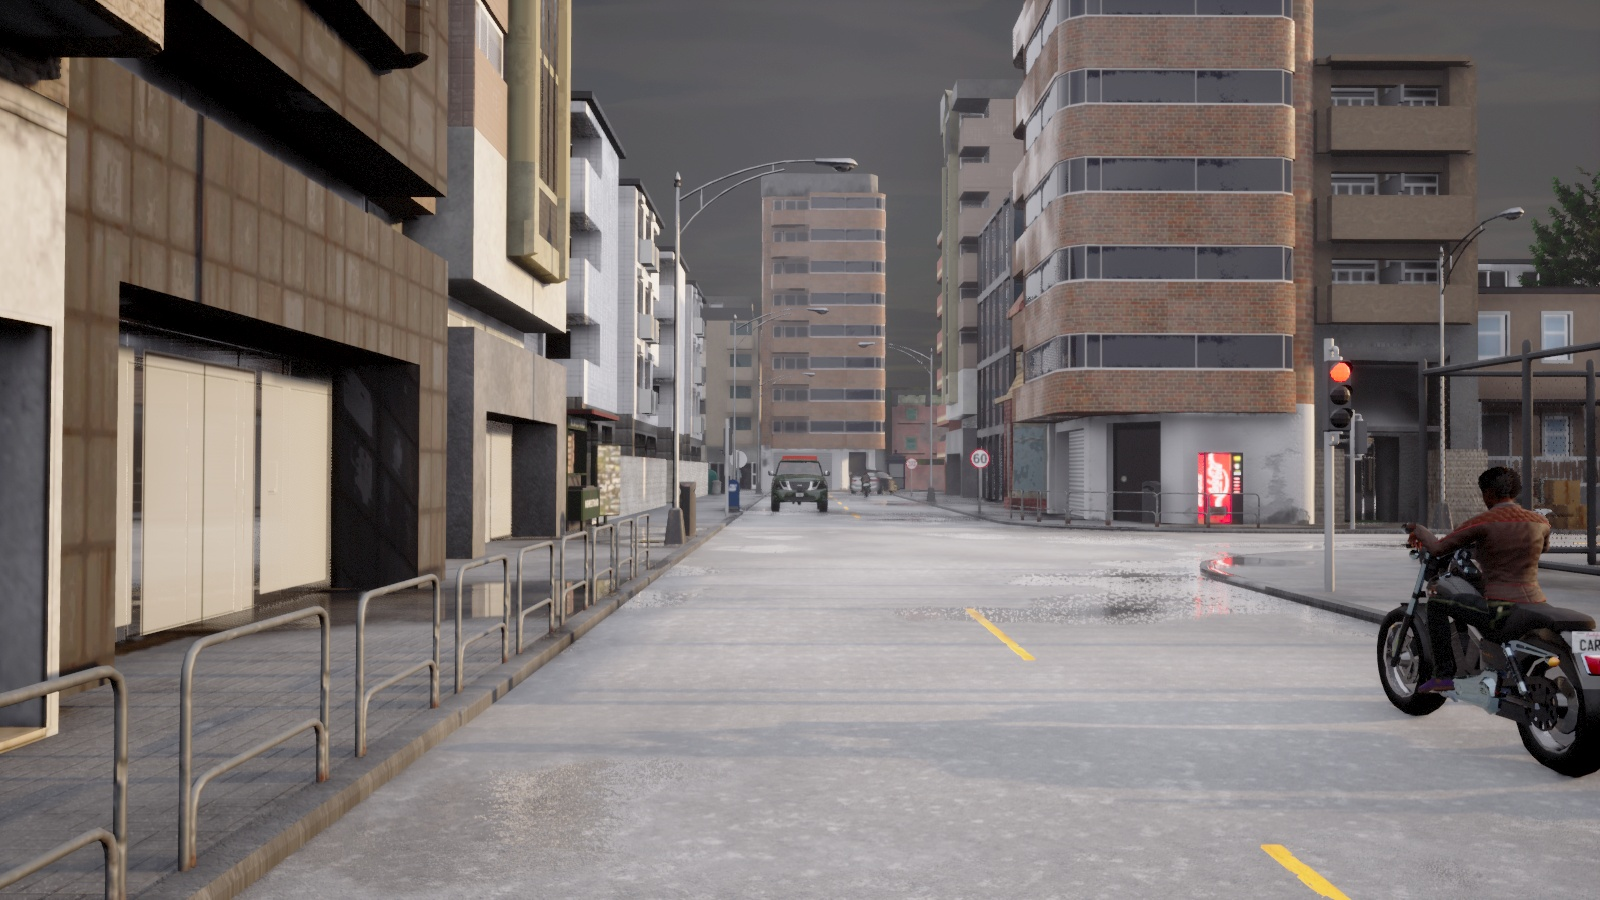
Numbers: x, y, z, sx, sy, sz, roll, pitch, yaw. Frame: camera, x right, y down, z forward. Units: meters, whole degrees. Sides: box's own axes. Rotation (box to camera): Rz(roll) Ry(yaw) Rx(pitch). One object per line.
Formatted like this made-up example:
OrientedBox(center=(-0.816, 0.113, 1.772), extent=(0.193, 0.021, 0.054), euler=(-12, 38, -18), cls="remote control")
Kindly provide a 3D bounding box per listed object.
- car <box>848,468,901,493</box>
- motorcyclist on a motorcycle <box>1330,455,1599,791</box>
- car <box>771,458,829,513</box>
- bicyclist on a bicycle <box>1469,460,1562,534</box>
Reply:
OrientedBox(center=(5.243, 2.106, 87.572), extent=(2.242, 1.667, 4.611), euler=(-1, -1, 23), cls="car")
OrientedBox(center=(3.999, 0.872, 7.367), extent=(0.766, 1.649, 2.350), euler=(0, -1, 0), cls="motorcyclist on a motorcycle")
OrientedBox(center=(-0.029, 1.368, 49.796), extent=(2.150, 2.045, 5.566), euler=(0, -1, -1), cls="car")
OrientedBox(center=(17.239, 1.124, 30.273), extent=(1.843, 1.776, 0.659), euler=(0, -1, 0), cls="bicyclist on a bicycle")
